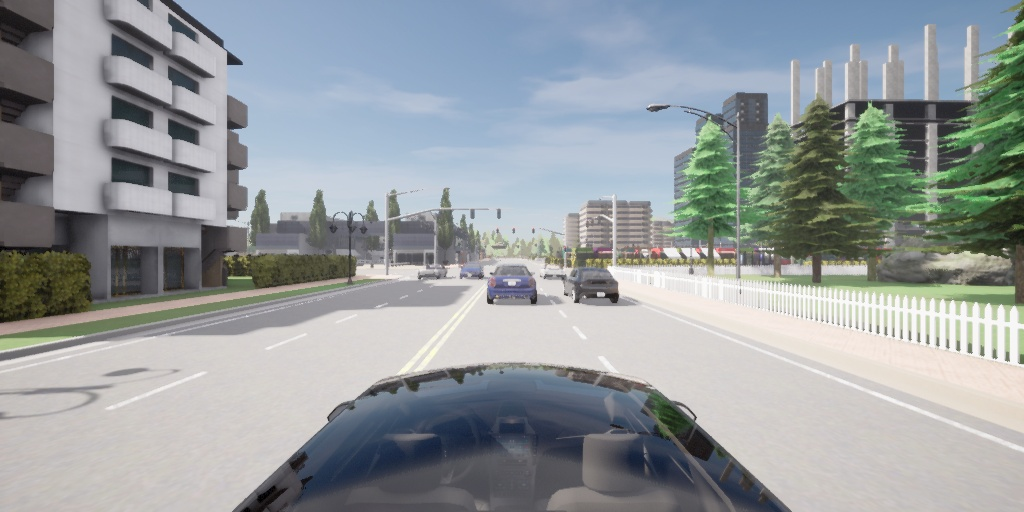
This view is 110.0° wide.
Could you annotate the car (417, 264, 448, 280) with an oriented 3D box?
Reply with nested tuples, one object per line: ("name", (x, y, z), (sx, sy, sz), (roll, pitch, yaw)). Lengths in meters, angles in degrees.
("car", (-7.000, 1.403, 31.840), (1.895, 1.301, 4.718), (0, 0, 0))

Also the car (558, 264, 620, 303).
("car", (3.500, 1.265, 16.500), (1.837, 1.490, 4.892), (0, 0, 0))

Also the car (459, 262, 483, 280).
("car", (-3.500, 1.308, 31.870), (1.812, 1.442, 4.674), (0, 0, 0))

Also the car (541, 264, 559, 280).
("car", (3.500, 1.365, 31.530), (1.895, 1.301, 4.718), (0, 0, 0))

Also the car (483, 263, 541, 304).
("car", (0.000, 1.114, 16.470), (2.097, 1.767, 4.553), (0, 0, 0))
